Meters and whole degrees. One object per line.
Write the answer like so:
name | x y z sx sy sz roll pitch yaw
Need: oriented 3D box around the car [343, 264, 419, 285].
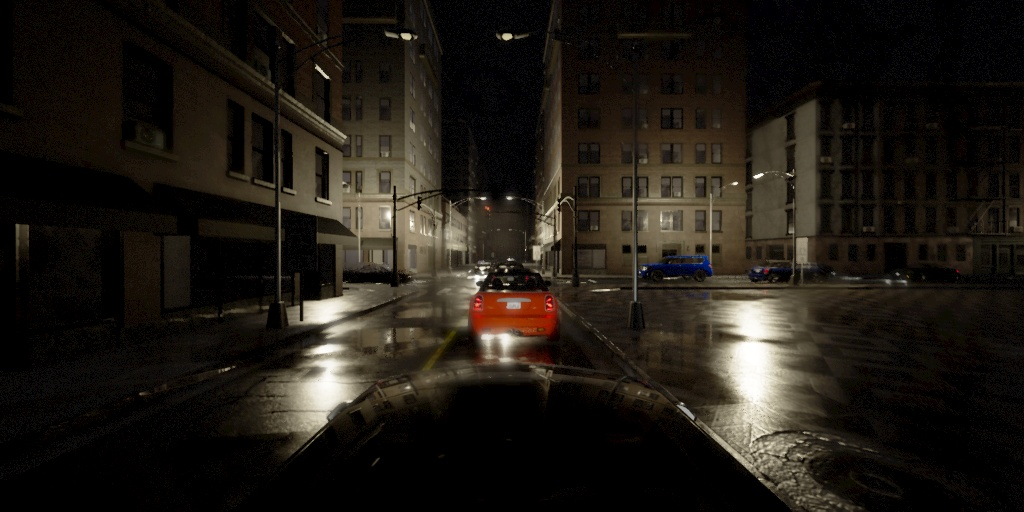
car | -9.324 1.292 24.932 5.357 1.411 2.033 0 0 5

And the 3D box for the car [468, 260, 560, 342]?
car | 0.048 1.100 9.941 2.097 1.767 4.553 0 0 0

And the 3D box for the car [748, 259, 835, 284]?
car | 19.571 1.105 25.490 4.553 1.767 2.097 0 0 -1

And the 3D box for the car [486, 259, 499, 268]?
car | -3.273 1.282 61.774 2.033 1.411 5.357 0 0 0

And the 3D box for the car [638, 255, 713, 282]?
car | 12.961 0.969 28.621 5.566 2.045 2.150 0 0 -1

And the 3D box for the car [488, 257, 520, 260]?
car | -0.183 1.098 18.861 2.097 1.767 4.553 0 0 -3

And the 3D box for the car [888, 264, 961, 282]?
car | 33.037 1.314 28.807 4.181 1.385 1.994 0 0 0

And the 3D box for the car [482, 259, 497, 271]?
car | -3.241 1.242 51.503 1.837 1.490 4.892 0 0 0

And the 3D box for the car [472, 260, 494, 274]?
car | -3.224 1.231 41.255 2.128 1.511 4.902 0 0 0
